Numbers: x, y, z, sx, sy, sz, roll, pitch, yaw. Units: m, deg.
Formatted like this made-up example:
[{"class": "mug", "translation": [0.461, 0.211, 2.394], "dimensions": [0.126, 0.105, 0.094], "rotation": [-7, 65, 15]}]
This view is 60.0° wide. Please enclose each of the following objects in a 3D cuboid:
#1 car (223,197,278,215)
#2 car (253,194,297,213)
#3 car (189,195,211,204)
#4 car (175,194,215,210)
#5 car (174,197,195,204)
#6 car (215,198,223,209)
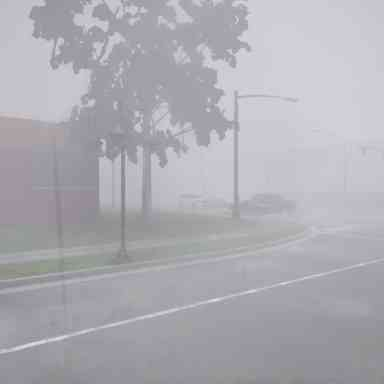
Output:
[{"class": "car", "translation": [6.040, 1.547, 34.954], "dimensions": [2.033, 1.411, 5.357], "rotation": [0, 0, -34]}, {"class": "car", "translation": [8.922, 1.221, 36.937], "dimensions": [2.150, 2.045, 5.566], "rotation": [0, 0, -34]}, {"class": "car", "translation": [1.608, 1.478, 66.962], "dimensions": [1.882, 1.535, 5.008], "rotation": [0, 0, -34]}, {"class": "car", "translation": [0.112, 1.224, 43.856], "dimensions": [2.150, 2.045, 5.566], "rotation": [0, 0, -33]}, {"class": "car", "translation": [-1.576, 1.601, 65.426], "dimensions": [1.895, 1.301, 4.718], "rotation": [0, 0, -34]}, {"class": "car", "translation": [3.488, 1.563, 45.092], "dimensions": [1.994, 1.385, 4.181], "rotation": [0, 0, -34]}]
